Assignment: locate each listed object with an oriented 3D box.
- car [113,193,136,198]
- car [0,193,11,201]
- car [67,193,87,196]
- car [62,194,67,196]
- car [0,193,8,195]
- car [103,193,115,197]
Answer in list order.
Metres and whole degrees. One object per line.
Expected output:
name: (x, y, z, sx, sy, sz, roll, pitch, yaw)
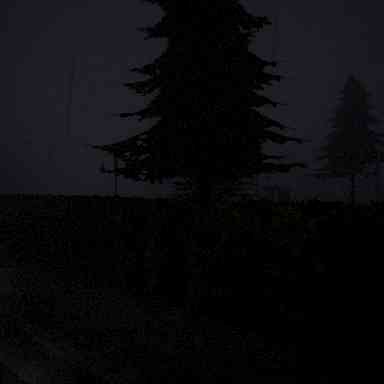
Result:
car: (-10.326, 1.384, 54.287, 3.806, 1.475, 1.970, 0, 0, -45)
car: (-41.785, 1.097, 71.648, 4.605, 1.855, 1.932, 0, 0, -45)
car: (-27.195, 1.154, 81.607, 5.027, 1.636, 2.152, 0, 0, -45)
car: (-31.928, 1.232, 85.953, 3.806, 1.475, 1.970, 0, 0, -45)
car: (-23.730, 1.330, 41.297, 5.027, 1.636, 2.152, 0, 0, -45)
car: (-15.887, 1.097, 70.708, 4.605, 1.855, 1.932, 0, 0, -45)
